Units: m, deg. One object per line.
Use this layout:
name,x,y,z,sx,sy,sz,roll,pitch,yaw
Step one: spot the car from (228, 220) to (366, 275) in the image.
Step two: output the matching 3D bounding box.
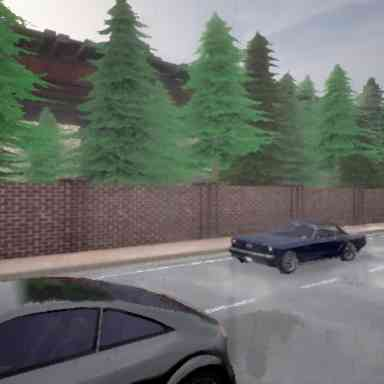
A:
car,3.431,1.591,10.600,4.718,1.301,1.895,0,0,-34

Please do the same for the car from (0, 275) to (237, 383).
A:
car,-1.628,1.543,2.857,4.181,1.385,1.994,0,0,-35
